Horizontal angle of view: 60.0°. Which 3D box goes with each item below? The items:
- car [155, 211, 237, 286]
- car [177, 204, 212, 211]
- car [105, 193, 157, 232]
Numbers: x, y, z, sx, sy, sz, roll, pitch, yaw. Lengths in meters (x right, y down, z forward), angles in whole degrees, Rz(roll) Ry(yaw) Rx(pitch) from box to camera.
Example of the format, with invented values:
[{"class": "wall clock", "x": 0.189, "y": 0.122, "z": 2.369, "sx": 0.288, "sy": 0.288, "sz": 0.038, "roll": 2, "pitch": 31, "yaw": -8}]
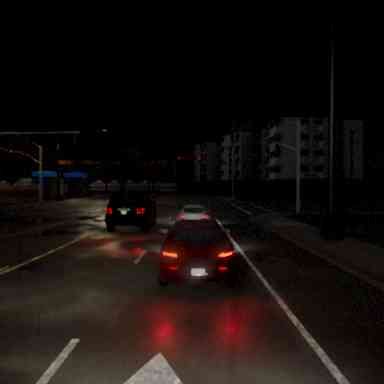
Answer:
[{"class": "car", "x": 0.126, "y": 1.468, "z": 9.135, "sx": 1.812, "sy": 1.442, "sz": 4.674, "roll": 0, "pitch": 0, "yaw": 0}, {"class": "car", "x": 0.122, "y": 1.383, "z": 18.427, "sx": 1.812, "sy": 1.442, "sz": 4.674, "roll": 0, "pitch": 1, "yaw": 1}, {"class": "car", "x": -3.344, "y": 1.068, "z": 19.055, "sx": 2.150, "sy": 2.045, "sz": 5.566, "roll": 0, "pitch": 1, "yaw": 0}]
